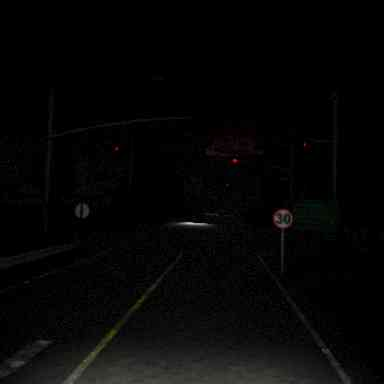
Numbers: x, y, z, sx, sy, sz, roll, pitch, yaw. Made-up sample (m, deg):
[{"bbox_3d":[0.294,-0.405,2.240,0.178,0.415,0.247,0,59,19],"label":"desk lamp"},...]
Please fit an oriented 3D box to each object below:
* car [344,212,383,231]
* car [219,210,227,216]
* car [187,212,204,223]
[{"bbox_3d":[17.542,3.366,34.246,3.866,1.878,1.905,1,-2,5],"label":"car"},{"bbox_3d":[7.564,5.083,80.692,1.994,1.385,4.181,1,-2,6],"label":"car"},{"bbox_3d":[0.546,3.450,45.180,1.994,1.385,4.181,2,-2,5],"label":"car"}]
